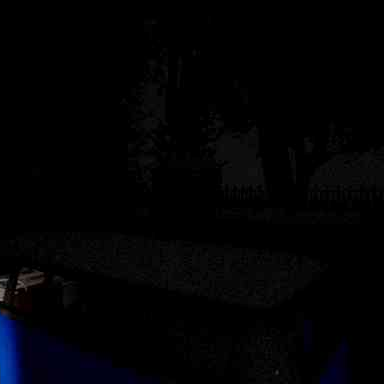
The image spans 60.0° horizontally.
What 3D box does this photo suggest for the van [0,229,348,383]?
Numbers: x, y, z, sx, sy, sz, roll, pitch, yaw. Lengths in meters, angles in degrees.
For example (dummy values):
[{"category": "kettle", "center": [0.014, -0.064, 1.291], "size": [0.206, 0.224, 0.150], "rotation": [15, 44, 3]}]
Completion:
[{"category": "van", "center": [-0.649, 1.341, 3.174], "size": [3.998, 1.788, 1.690], "rotation": [0, 0, 35]}]
